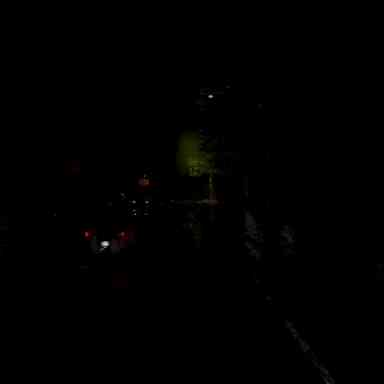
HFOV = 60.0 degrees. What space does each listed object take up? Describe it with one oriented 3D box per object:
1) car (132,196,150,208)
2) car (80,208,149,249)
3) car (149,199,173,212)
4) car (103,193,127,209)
[{"bbox_3d":[-6.562,1.291,44.294,2.097,1.767,4.553,0,0,0],"label":"car"},{"bbox_3d":[-3.142,1.569,14.268,1.895,1.301,4.718,0,0,0],"label":"car"},{"bbox_3d":[-3.129,1.487,37.054,2.033,1.411,5.357,0,0,0],"label":"car"},{"bbox_3d":[-9.818,1.160,42.822,2.150,2.045,5.566,0,0,0],"label":"car"}]
